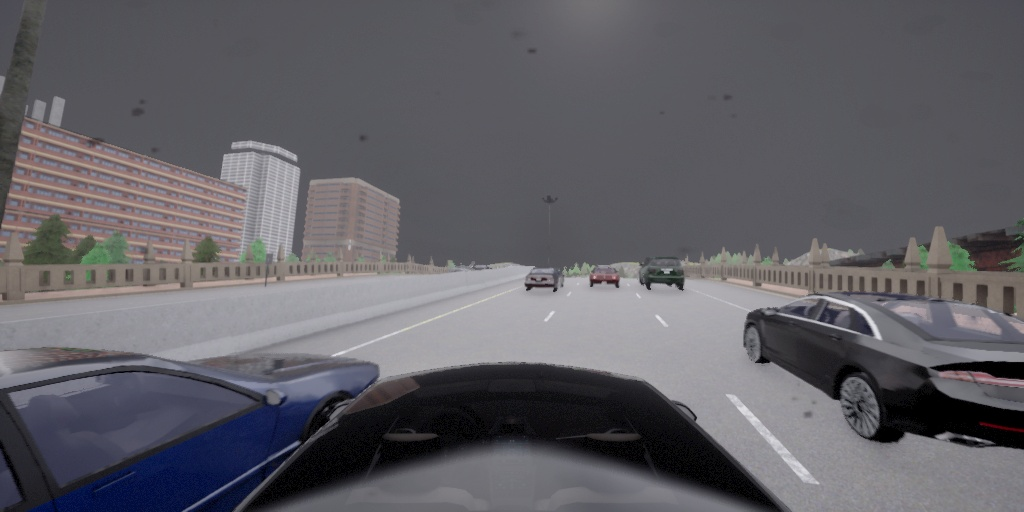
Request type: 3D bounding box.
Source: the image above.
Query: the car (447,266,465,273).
[{"bbox_3d":[-6.542,1.888,45.831,1.895,1.301,4.718,0,-4,14],"label":"car"}]

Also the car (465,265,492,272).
[{"bbox_3d":[-3.628,1.738,43.110,1.994,1.385,4.181,0,-3,14],"label":"car"}]

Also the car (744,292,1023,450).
[{"bbox_3d":[5.036,1.256,5.084,2.128,1.511,4.902,0,0,14],"label":"car"}]

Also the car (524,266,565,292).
[{"bbox_3d":[2.096,1.338,22.089,2.033,1.411,5.357,0,0,14],"label":"car"}]

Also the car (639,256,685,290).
[{"bbox_3d":[9.645,1.032,23.401,2.150,2.045,5.566,0,0,14],"label":"car"}]

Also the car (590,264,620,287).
[{"bbox_3d":[6.458,1.406,25.081,1.895,1.301,4.718,0,0,14],"label":"car"}]

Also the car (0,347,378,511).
[{"bbox_3d":[-2.962,1.292,1.981,2.033,1.411,5.357,0,0,14],"label":"car"}]

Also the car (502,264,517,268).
[{"bbox_3d":[-0.125,1.730,42.671,1.812,1.442,4.674,0,-3,14],"label":"car"}]
